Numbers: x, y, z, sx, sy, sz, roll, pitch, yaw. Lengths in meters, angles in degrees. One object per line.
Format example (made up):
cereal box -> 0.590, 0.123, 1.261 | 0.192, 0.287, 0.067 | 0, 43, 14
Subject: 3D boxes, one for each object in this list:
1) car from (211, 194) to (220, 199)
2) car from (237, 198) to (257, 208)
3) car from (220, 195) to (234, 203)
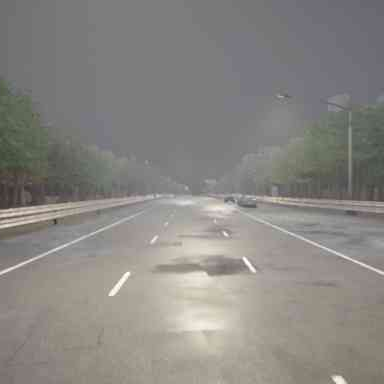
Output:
car -> 7.061, 1.313, 91.327 | 1.994, 1.385, 4.181 | 0, 0, 0
car -> 7.260, 1.415, 44.464 | 1.994, 1.385, 4.181 | 0, 0, -3
car -> 6.963, 1.268, 63.496 | 1.837, 1.490, 4.892 | 0, 0, 0
